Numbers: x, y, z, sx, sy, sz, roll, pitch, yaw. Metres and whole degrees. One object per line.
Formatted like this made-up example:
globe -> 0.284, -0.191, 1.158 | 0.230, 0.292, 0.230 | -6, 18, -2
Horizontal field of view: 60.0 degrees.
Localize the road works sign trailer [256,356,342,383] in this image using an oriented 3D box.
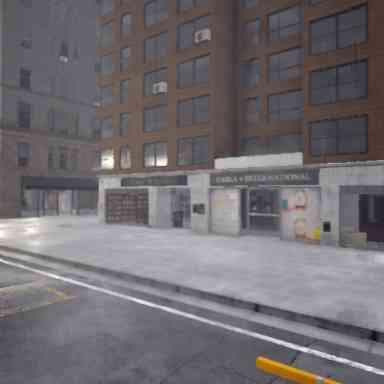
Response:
road works sign trailer -> 1.843, 0.500, 2.651 | 2.880, 3.560, 2.380 | 0, -1, 38
